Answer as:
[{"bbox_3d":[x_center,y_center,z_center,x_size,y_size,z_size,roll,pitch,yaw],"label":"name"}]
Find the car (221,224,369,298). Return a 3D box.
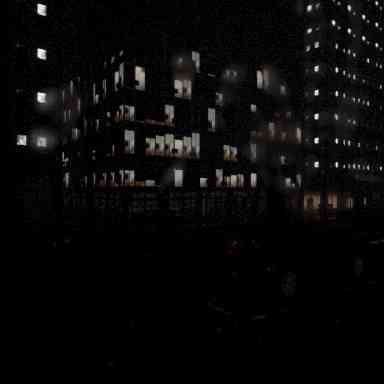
[{"bbox_3d":[2.760,1.545,8.516,4.507,1.381,1.887,0,0,-35],"label":"car"}]
